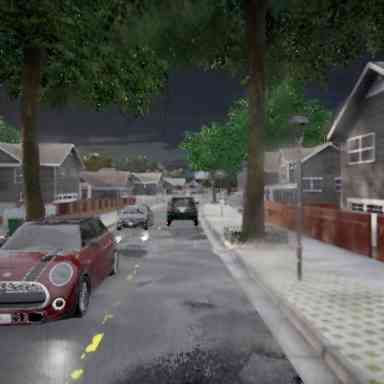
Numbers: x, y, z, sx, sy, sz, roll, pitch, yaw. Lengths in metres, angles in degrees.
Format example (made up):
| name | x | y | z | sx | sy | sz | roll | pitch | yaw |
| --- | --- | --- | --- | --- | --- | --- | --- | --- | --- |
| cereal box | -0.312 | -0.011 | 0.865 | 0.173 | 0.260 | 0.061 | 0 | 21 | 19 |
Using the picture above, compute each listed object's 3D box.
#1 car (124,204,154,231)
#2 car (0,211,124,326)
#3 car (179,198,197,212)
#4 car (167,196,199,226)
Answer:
| name | x | y | z | sx | sy | sz | roll | pitch | yaw |
| --- | --- | --- | --- | --- | --- | --- | --- | --- | --- |
| car | -3.509 | 1.565 | 21.232 | 1.837 | 1.490 | 4.892 | 0 | 0 | -1 |
| car | -3.040 | 1.379 | 7.416 | 2.097 | 1.767 | 4.553 | 0 | 0 | -2 |
| car | -0.405 | 1.624 | 42.763 | 2.128 | 1.511 | 4.902 | 0 | 0 | 2 |
| car | -0.648 | 1.285 | 24.351 | 2.150 | 2.045 | 5.566 | 0 | 0 | -1 |
